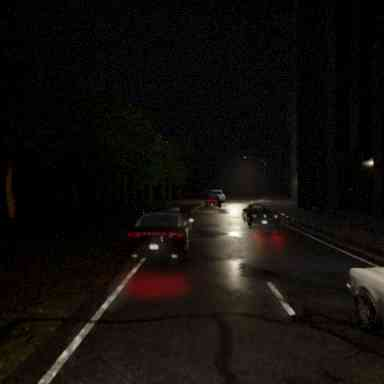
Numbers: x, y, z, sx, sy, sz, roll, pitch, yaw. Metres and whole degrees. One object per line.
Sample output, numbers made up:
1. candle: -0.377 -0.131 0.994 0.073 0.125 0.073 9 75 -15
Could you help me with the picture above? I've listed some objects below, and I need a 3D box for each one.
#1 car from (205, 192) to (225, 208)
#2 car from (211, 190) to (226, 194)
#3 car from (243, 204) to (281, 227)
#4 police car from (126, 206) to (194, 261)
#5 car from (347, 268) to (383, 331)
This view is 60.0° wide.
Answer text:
1. car: 2.653 1.146 40.702 1.837 1.490 4.892 0 1 8
2. car: 3.978 0.744 51.865 2.150 2.045 5.566 0 1 10
3. car: 4.381 1.435 21.568 1.895 1.301 4.718 0 1 4
4. police car: -0.986 1.342 12.054 1.930 1.638 5.238 0 0 2
5. car: 3.663 1.575 3.814 1.895 1.301 4.718 0 0 1
